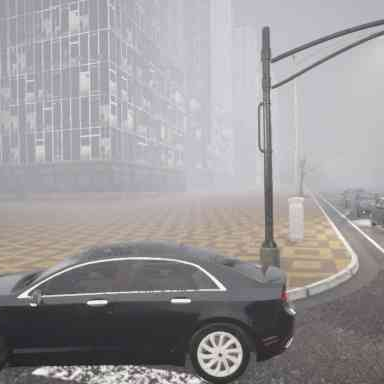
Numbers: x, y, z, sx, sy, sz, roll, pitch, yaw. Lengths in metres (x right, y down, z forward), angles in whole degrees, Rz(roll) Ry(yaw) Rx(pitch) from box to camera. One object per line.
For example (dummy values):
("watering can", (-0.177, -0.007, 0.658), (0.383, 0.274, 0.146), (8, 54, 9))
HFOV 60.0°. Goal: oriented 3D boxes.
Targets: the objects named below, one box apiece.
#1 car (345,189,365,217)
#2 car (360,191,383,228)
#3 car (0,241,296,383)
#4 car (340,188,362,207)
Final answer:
("car", (11.081, 0.759, 20.694), (1.994, 1.385, 4.181), (-1, 2, 17))
("car", (9.030, 0.928, 14.400), (2.128, 1.511, 4.902), (-1, 2, 18))
("car", (-1.062, 1.505, 4.767), (4.892, 1.490, 1.837), (0, 0, 0))
("car", (13.077, 0.454, 26.757), (2.128, 1.511, 4.902), (-1, 2, 18))
